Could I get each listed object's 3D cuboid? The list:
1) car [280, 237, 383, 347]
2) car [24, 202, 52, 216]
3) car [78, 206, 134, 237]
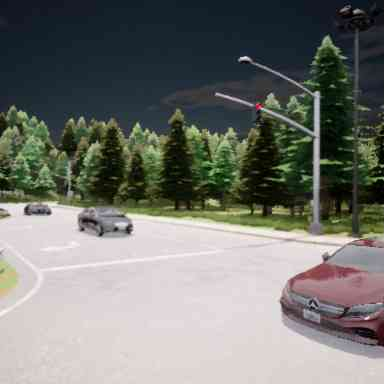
[{"bbox_3d":[3.759,1.677,6.531,4.674,1.442,1.812,0,0,-36],"label":"car"},{"bbox_3d":[-15.457,1.676,33.242,1.994,1.385,4.181,1,-1,-36],"label":"car"},{"bbox_3d":[-5.037,1.589,19.053,2.128,1.511,4.902,1,-1,-36],"label":"car"}]
